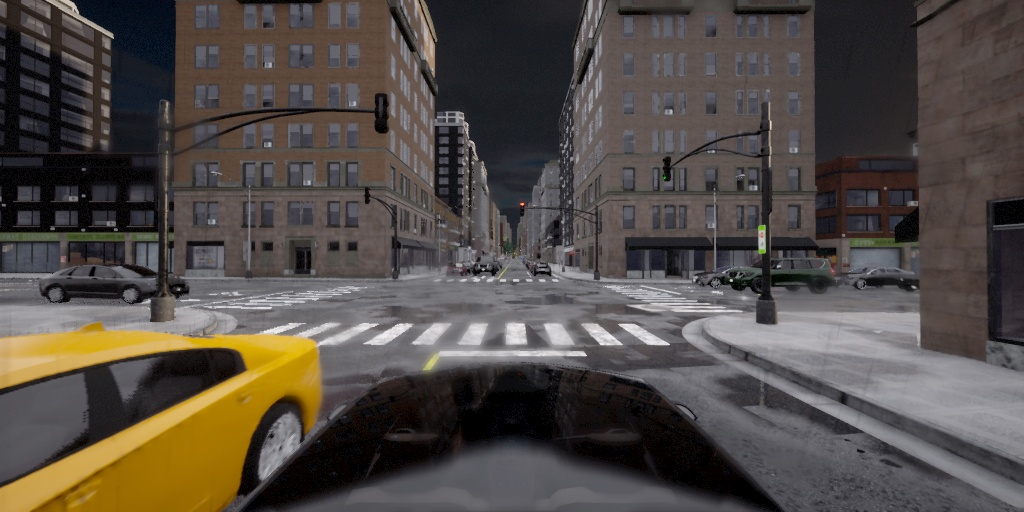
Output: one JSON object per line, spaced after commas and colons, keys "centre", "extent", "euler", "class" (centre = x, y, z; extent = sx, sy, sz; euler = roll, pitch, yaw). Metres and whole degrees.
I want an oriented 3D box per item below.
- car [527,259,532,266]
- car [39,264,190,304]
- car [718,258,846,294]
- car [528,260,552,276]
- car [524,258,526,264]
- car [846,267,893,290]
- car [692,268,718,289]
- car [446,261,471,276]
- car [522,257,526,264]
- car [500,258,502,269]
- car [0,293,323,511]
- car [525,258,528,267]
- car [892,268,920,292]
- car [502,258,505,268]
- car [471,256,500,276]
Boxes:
{"centre": [3.048, 1.297, 41.769], "extent": [1.888, 1.381, 4.507], "euler": [0, 0, 1], "class": "car"}
{"centre": [-15.926, 1.100, 14.518], "extent": [4.892, 1.490, 1.837], "euler": [0, -1, 0], "class": "car"}
{"centre": [15.622, 1.105, 21.013], "extent": [5.566, 2.045, 2.150], "euler": [0, -1, 0], "class": "car"}
{"centre": [2.979, 1.318, 36.238], "extent": [1.948, 1.339, 4.313], "euler": [0, 0, 1], "class": "car"}
{"centre": [3.188, 1.297, 52.829], "extent": [1.888, 1.381, 4.507], "euler": [0, 0, 1], "class": "car"}
{"centre": [24.238, 1.463, 24.200], "extent": [4.902, 1.511, 2.128], "euler": [0, -1, 0], "class": "car"}
{"centre": [14.833, 1.401, 24.260], "extent": [4.902, 1.511, 2.128], "euler": [0, -1, 2], "class": "car"}
{"centre": [-5.547, 1.336, 36.342], "extent": [1.802, 1.307, 4.207], "euler": [0, 0, 1], "class": "car"}
{"centre": [3.328, 1.316, 63.890], "extent": [1.948, 1.339, 4.313], "euler": [0, 0, 1], "class": "car"}
{"centre": [-2.643, 1.258, 47.936], "extent": [1.837, 1.490, 4.892], "euler": [0, 0, 1], "class": "car"}
{"centre": [-2.935, 1.227, 1.663], "extent": [1.882, 1.535, 5.008], "euler": [0, 0, 1], "class": "car"}
{"centre": [3.118, 1.303, 47.299], "extent": [2.007, 1.370, 4.403], "euler": [0, 0, 1], "class": "car"}
{"centre": [25.724, 1.550, 20.943], "extent": [4.718, 1.301, 1.895], "euler": [0, -1, 0], "class": "car"}
{"centre": [-2.502, 1.353, 58.192], "extent": [1.895, 1.301, 4.718], "euler": [0, 0, 1], "class": "car"}
{"centre": [-2.770, 0.976, 37.848], "extent": [2.150, 2.045, 5.566], "euler": [0, 0, 1], "class": "car"}
